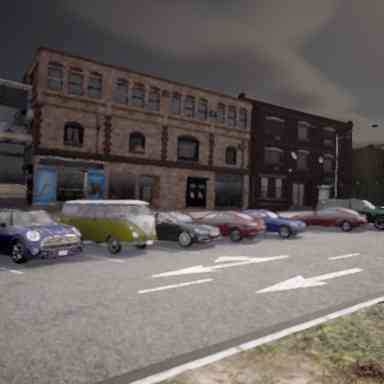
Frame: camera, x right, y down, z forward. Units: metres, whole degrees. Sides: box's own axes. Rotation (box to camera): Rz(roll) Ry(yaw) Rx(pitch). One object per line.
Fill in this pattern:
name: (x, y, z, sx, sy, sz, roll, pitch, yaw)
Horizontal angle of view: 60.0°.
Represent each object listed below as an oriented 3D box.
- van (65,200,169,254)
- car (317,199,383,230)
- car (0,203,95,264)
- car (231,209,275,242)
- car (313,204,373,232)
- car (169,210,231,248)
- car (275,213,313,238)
van: (-3.372, 1.313, 13.572, 4.442, 1.987, 1.878, -1, -2, 35)
car: (11.609, 1.497, 23.721, 5.566, 2.045, 2.435, -1, -2, 37)
car: (-5.966, 1.379, 11.919, 4.553, 1.767, 2.185, -1, -2, 35)
car: (1.508, 1.649, 17.051, 4.674, 1.452, 2.002, -1, -1, 36)
car: (9.048, 1.753, 22.077, 4.674, 1.452, 2.002, -1, -1, 37)
car: (-0.990, 1.576, 15.358, 4.892, 1.521, 2.231, -1, -2, 35)
car: (4.011, 1.684, 18.749, 4.674, 1.452, 2.002, -1, -2, 36)
